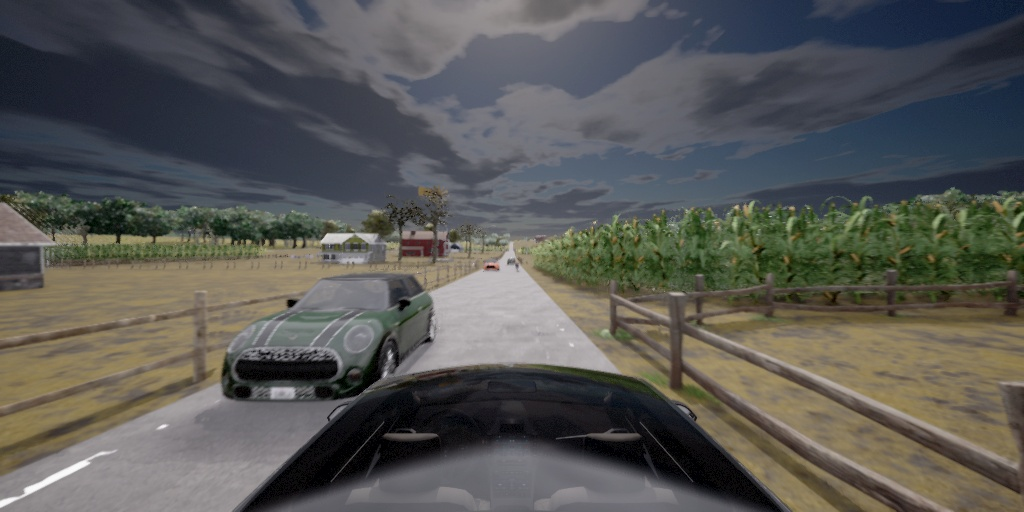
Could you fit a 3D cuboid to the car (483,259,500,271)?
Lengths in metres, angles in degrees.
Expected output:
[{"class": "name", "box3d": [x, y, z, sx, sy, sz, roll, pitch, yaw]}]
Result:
[{"class": "car", "box3d": [-2.828, 1.176, 49.996, 2.097, 1.767, 4.553, 0, 0, 0]}]

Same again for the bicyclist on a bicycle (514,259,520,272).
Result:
[{"class": "bicyclist on a bicycle", "box3d": [0.736, 1.266, 48.000, 0.866, 1.612, 1.509, 0, -1, 0]}]

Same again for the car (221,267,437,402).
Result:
[{"class": "car", "box3d": [-2.852, 1.118, 6.706, 2.097, 1.767, 4.553, 0, 0, 0]}]
